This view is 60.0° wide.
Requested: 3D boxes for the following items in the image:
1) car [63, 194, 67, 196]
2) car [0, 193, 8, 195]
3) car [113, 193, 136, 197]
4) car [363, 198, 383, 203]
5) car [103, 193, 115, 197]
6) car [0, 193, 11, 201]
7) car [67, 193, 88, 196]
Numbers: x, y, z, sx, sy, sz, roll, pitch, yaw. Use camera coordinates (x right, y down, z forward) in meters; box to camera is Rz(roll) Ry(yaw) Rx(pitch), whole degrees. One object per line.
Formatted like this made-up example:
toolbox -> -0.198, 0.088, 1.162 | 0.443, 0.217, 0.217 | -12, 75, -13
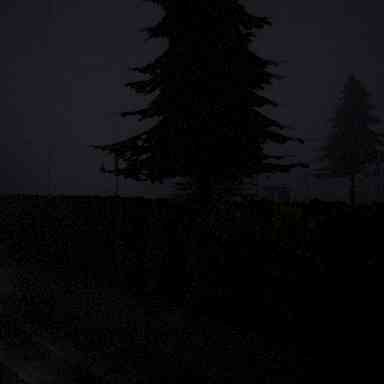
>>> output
car -> -31.908, 1.232, 85.939 | 3.806, 1.475, 1.970 | 0, 0, -45
car -> -23.711, 1.330, 41.282 | 5.027, 1.636, 2.152 | 0, 0, -45
car -> -10.306, 1.384, 54.272 | 3.806, 1.475, 1.970 | 0, 0, -45
car -> 28.851, 1.532, 50.169 | 2.033, 1.411, 5.357 | 0, 0, -41
car -> -15.867, 1.097, 70.694 | 4.605, 1.855, 1.932 | 0, 0, -45
car -> -41.765, 1.097, 71.634 | 4.605, 1.855, 1.932 | 0, 0, -45
car -> -27.175, 1.154, 81.593 | 5.027, 1.636, 2.152 | 0, 0, -45
